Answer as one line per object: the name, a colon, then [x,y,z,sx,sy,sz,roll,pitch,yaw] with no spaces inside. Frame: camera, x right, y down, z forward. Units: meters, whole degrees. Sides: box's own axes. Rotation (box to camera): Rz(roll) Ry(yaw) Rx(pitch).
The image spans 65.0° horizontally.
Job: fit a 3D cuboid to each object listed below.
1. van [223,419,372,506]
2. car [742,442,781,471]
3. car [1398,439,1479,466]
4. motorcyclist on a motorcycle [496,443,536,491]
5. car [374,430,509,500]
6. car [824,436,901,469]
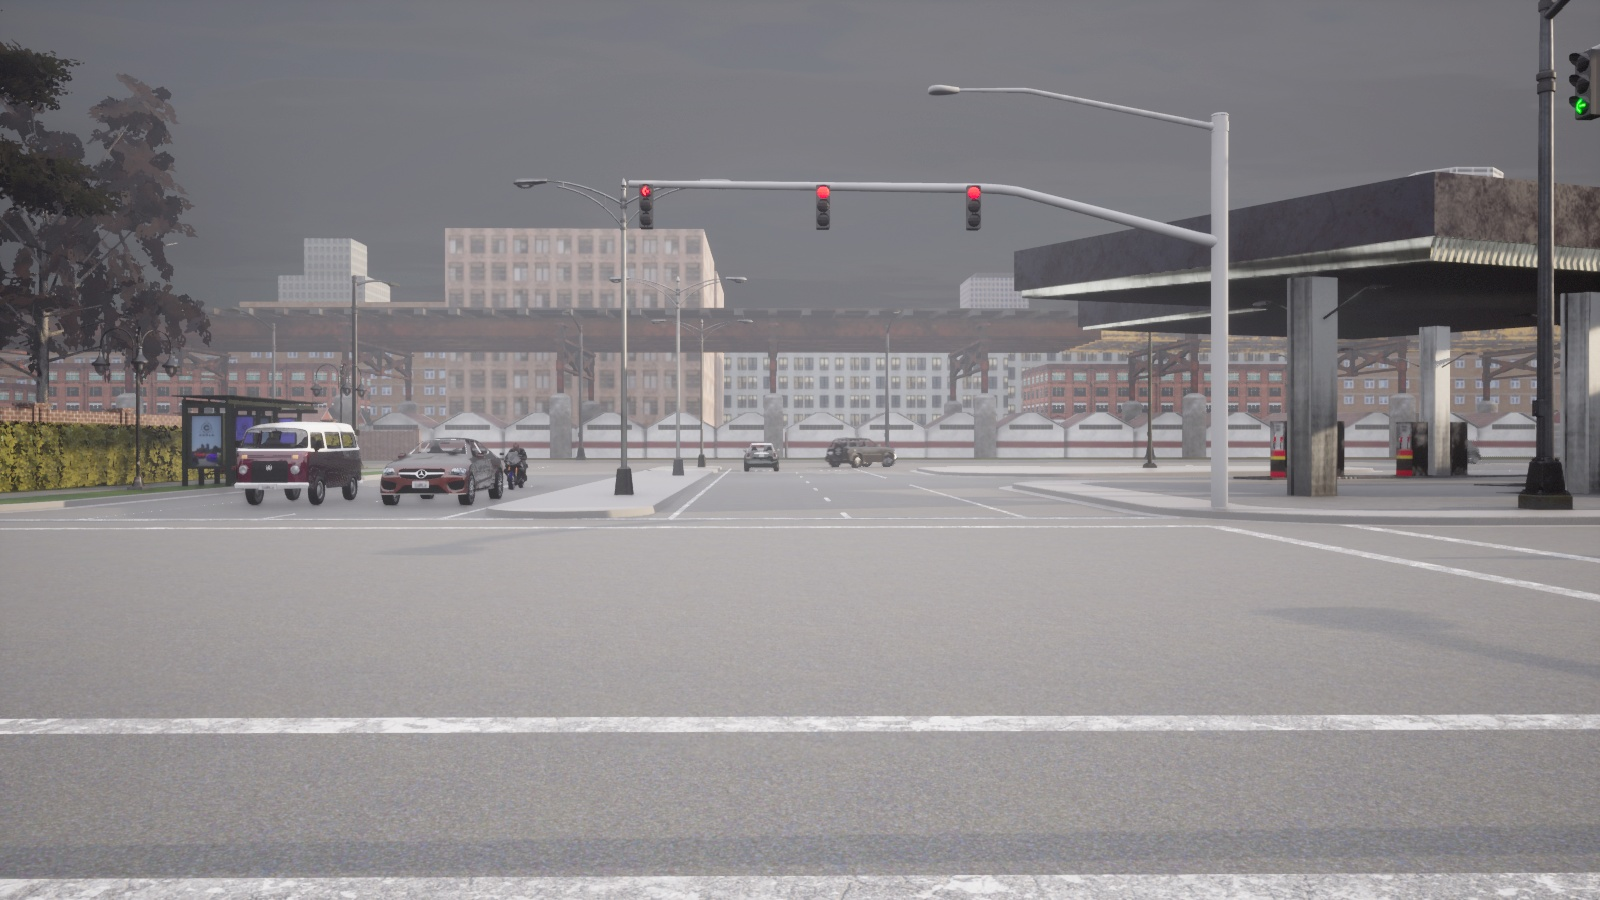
van: [-12.501,0.282,31.579,2.069,2.038,4.480,0,0,-2]
car: [-2.051,0.333,66.845,1.970,1.475,3.806,0,0,-2]
car: [43.470,0.157,85.629,4.553,1.767,2.097,0,1,13]
motorcyclist on a motorcycle: [-9.259,0.543,41.008,0.866,1.530,2.191,0,0,-2]
car: [-9.015,0.337,32.078,2.152,1.651,5.027,0,0,-2]
car: [3.728,0.145,74.527,4.605,1.855,1.932,0,-1,-45]
